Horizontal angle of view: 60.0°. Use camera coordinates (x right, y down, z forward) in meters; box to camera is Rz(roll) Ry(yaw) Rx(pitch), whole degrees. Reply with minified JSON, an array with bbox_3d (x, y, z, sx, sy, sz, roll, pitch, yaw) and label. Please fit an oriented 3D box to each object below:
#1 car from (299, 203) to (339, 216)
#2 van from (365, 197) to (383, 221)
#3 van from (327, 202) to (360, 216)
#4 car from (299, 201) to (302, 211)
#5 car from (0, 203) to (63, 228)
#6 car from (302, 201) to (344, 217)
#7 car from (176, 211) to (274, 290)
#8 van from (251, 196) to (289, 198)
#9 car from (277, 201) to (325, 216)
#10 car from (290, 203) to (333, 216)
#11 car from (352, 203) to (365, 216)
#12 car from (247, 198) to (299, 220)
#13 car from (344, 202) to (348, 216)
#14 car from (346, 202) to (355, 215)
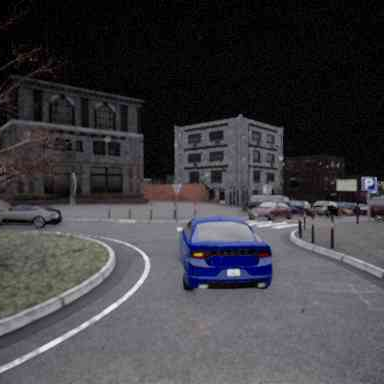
[{"bbox_3d":[17.237,2.384,45.253,4.674,1.452,2.002,0,-3,41],"label":"car"},{"bbox_3d":[15.657,1.348,24.599,4.442,1.987,1.878,0,-2,41],"label":"van"},{"bbox_3d":[24.434,2.719,53.624,4.442,1.987,1.878,0,-3,41],"label":"van"},{"bbox_3d":[11.664,1.756,38.865,4.553,1.767,2.185,0,-3,41],"label":"car"},{"bbox_3d":[-10.044,1.375,20.033,4.181,1.385,1.994,0,1,5],"label":"car"},{"bbox_3d":[13.440,1.650,33.987,2.097,1.767,4.553,0,-3,41],"label":"car"},{"bbox_3d":[0.637,1.382,8.880,1.882,1.535,5.008,0,1,-4],"label":"car"},{"bbox_3d":[7.887,1.380,34.789,4.442,1.987,1.878,0,-2,41],"label":"van"},{"bbox_3d":[13.419,2.036,41.192,5.366,1.575,1.946,0,-3,41],"label":"car"},{"bbox_3d":[15.419,2.222,43.144,4.792,1.488,2.163,0,-3,41],"label":"car"},{"bbox_3d":[24.522,2.681,46.554,1.882,1.535,5.008,0,-3,42],"label":"car"},{"bbox_3d":[6.211,1.427,25.818,1.812,1.442,4.674,0,-1,43],"label":"car"},{"bbox_3d":[18.995,2.529,47.254,4.674,1.452,2.002,0,-3,41],"label":"car"},{"bbox_3d":[22.661,2.542,51.473,5.566,2.045,2.435,0,-3,41],"label":"car"}]
